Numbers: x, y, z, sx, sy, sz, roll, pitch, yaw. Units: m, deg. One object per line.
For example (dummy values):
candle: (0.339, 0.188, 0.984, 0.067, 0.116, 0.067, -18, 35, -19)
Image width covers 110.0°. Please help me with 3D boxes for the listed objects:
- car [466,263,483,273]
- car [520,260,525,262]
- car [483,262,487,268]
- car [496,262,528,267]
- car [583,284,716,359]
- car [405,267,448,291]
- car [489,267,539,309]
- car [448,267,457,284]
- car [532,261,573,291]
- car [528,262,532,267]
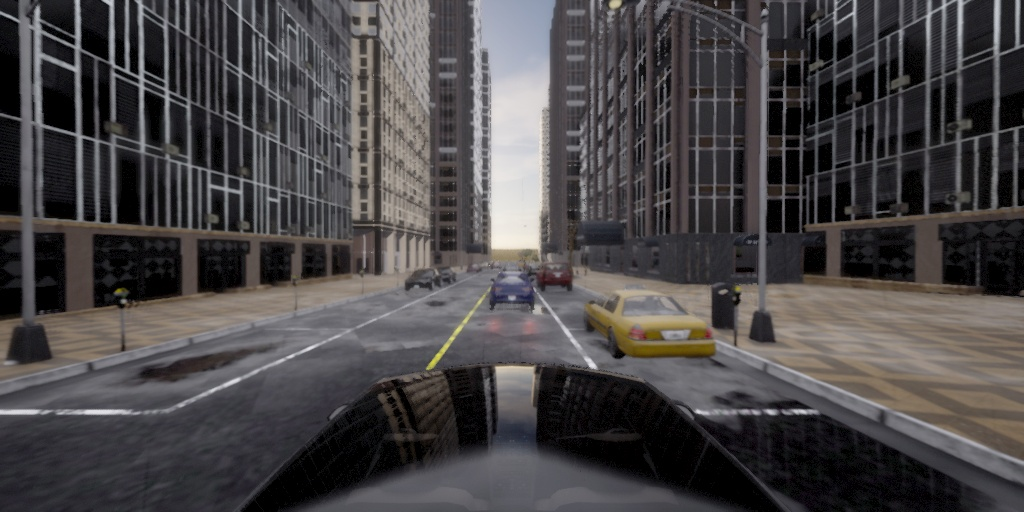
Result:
car: (-5.659, 1.791, 52.459, 1.802, 1.307, 4.207, 0, 0, 0)
car: (2.689, 1.698, 58.073, 1.967, 1.591, 4.097, 0, 0, 0)
car: (-5.659, 1.824, 58.132, 1.948, 1.339, 4.313, 0, 0, 0)
car: (0.016, 1.506, 30.290, 2.128, 1.511, 4.902, 0, 0, 0)
car: (2.822, 1.338, 8.460, 1.751, 1.417, 4.829, 0, 0, 0)
car: (-5.827, 1.523, 24.090, 1.948, 1.339, 4.313, 0, 0, 0)
car: (0.022, 1.406, 15.687, 1.812, 1.442, 4.674, 0, 0, 0)
car: (-5.658, 1.574, 29.764, 1.948, 1.339, 4.313, 0, 0, 0)
car: (2.731, 1.267, 23.541, 2.192, 1.841, 5.009, 0, 0, 0)
car: (2.690, 1.674, 41.050, 1.948, 1.339, 4.313, 0, 0, 0)
